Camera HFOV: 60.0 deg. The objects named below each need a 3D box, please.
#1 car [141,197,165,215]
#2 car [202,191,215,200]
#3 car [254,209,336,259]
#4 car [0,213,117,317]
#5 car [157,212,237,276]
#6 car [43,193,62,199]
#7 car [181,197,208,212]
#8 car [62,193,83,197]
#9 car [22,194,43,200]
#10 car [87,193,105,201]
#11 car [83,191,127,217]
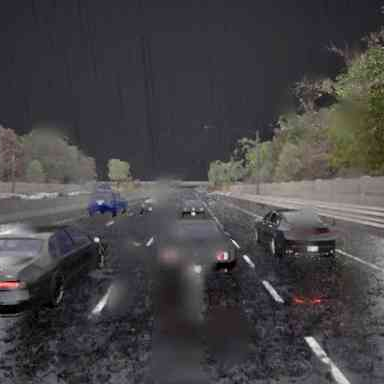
[{"bbox_3d":[-3.398,1.202,29.412,1.812,1.442,4.674,0,1,0],"label":"car"},{"bbox_3d":[3.507,0.812,66.705,1.812,1.442,4.674,0,1,0],"label":"car"},{"bbox_3d":[3.501,1.364,12.052,1.837,1.490,4.892,0,1,0],"label":"car"},{"bbox_3d":[-3.400,1.462,7.583,2.033,1.411,5.357,0,1,0],"label":"car"},{"bbox_3d":[0.104,1.490,9.928,1.895,1.301,4.718,0,1,0],"label":"car"},{"bbox_3d":[-24.511,0.882,59.940,1.812,1.442,4.674,0,1,0],"label":"car"},{"bbox_3d":[0.106,1.304,26.920,1.895,1.301,4.718,0,1,0],"label":"car"},{"bbox_3d":[-21.003,0.899,60.380,2.033,1.411,5.357,0,1,0],"label":"car"},{"bbox_3d":[-28.003,0.972,58.558,1.895,1.301,4.718,0,1,0],"label":"car"},{"bbox_3d":[-17.516,0.908,60.875,1.994,1.385,4.181,0,1,1],"label":"car"},{"bbox_3d":[-6.899,0.918,27.620,2.150,2.045,5.566,0,1,0],"label":"car"}]
